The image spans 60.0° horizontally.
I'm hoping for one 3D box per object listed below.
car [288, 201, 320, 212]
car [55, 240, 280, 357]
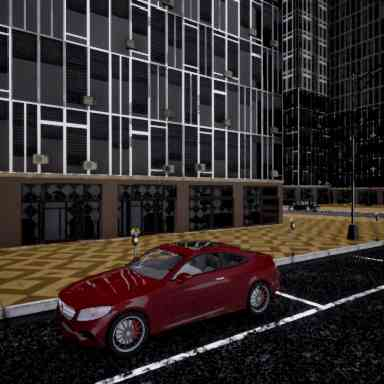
[{"bbox_3d":[15.183,1.899,45.317,2.008,1.369,4.403,-1,0,-36],"label":"car"},{"bbox_3d":[-0.186,1.582,5.969,4.206,1.307,1.802,0,0,-36],"label":"car"}]
